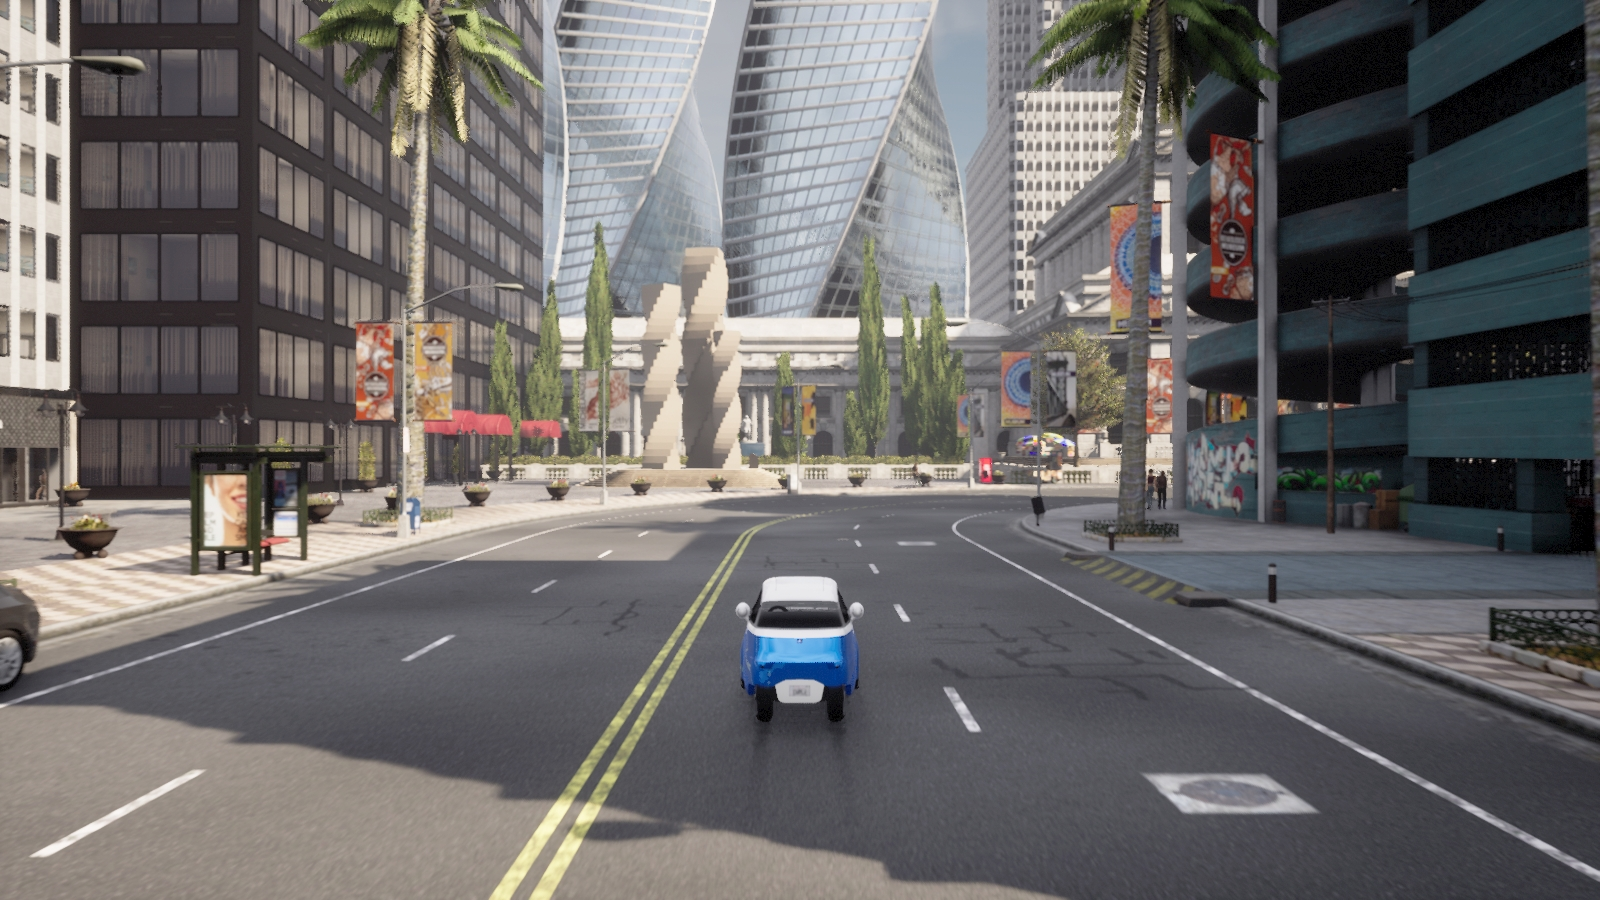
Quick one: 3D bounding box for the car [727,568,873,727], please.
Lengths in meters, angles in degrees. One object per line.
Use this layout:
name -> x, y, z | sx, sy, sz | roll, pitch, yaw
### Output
car -> -0.002, 2.120, 12.705 | 1.481, 1.376, 2.207 | 0, 0, 0

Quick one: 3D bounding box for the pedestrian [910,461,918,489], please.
pedestrian -> 7.702, 1.696, 76.982 | 0.375, 1.860, 0.375 | 0, 0, -40

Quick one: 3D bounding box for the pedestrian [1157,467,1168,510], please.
pedestrian -> 15.854, 1.696, 49.997 | 0.375, 1.860, 0.375 | 0, 0, -1

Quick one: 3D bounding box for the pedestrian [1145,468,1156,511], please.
pedestrian -> 15.171, 1.696, 49.426 | 0.375, 1.860, 0.375 | 0, 0, 3
